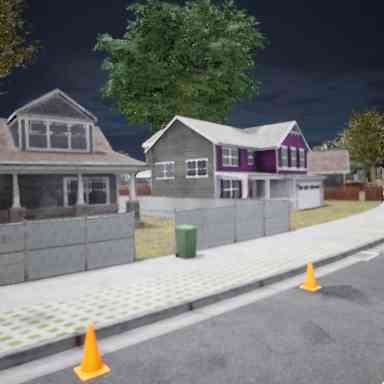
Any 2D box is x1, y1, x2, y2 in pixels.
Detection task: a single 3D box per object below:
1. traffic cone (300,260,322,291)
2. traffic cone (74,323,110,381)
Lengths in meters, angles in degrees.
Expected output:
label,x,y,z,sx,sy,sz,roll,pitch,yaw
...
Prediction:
label,x,y,z,sx,sy,sz,roll,pitch,yaw
traffic cone,2.559,1.772,7.183,0.340,0.580,0.340,-2,1,-40
traffic cone,-1.247,1.925,4.126,0.340,0.580,0.340,-2,1,-37
